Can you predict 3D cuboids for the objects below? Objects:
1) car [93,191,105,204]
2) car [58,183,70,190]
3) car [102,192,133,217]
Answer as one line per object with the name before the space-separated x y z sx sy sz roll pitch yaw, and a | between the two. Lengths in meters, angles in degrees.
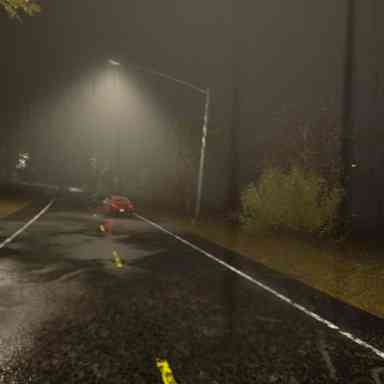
car | -10.376 0.677 38.676 1.837 1.490 4.892 5 0 -21
car | -25.693 -1.062 66.876 2.097 1.767 4.553 5 0 -24
car | -5.811 1.086 26.303 1.812 1.442 4.674 5 0 -19
